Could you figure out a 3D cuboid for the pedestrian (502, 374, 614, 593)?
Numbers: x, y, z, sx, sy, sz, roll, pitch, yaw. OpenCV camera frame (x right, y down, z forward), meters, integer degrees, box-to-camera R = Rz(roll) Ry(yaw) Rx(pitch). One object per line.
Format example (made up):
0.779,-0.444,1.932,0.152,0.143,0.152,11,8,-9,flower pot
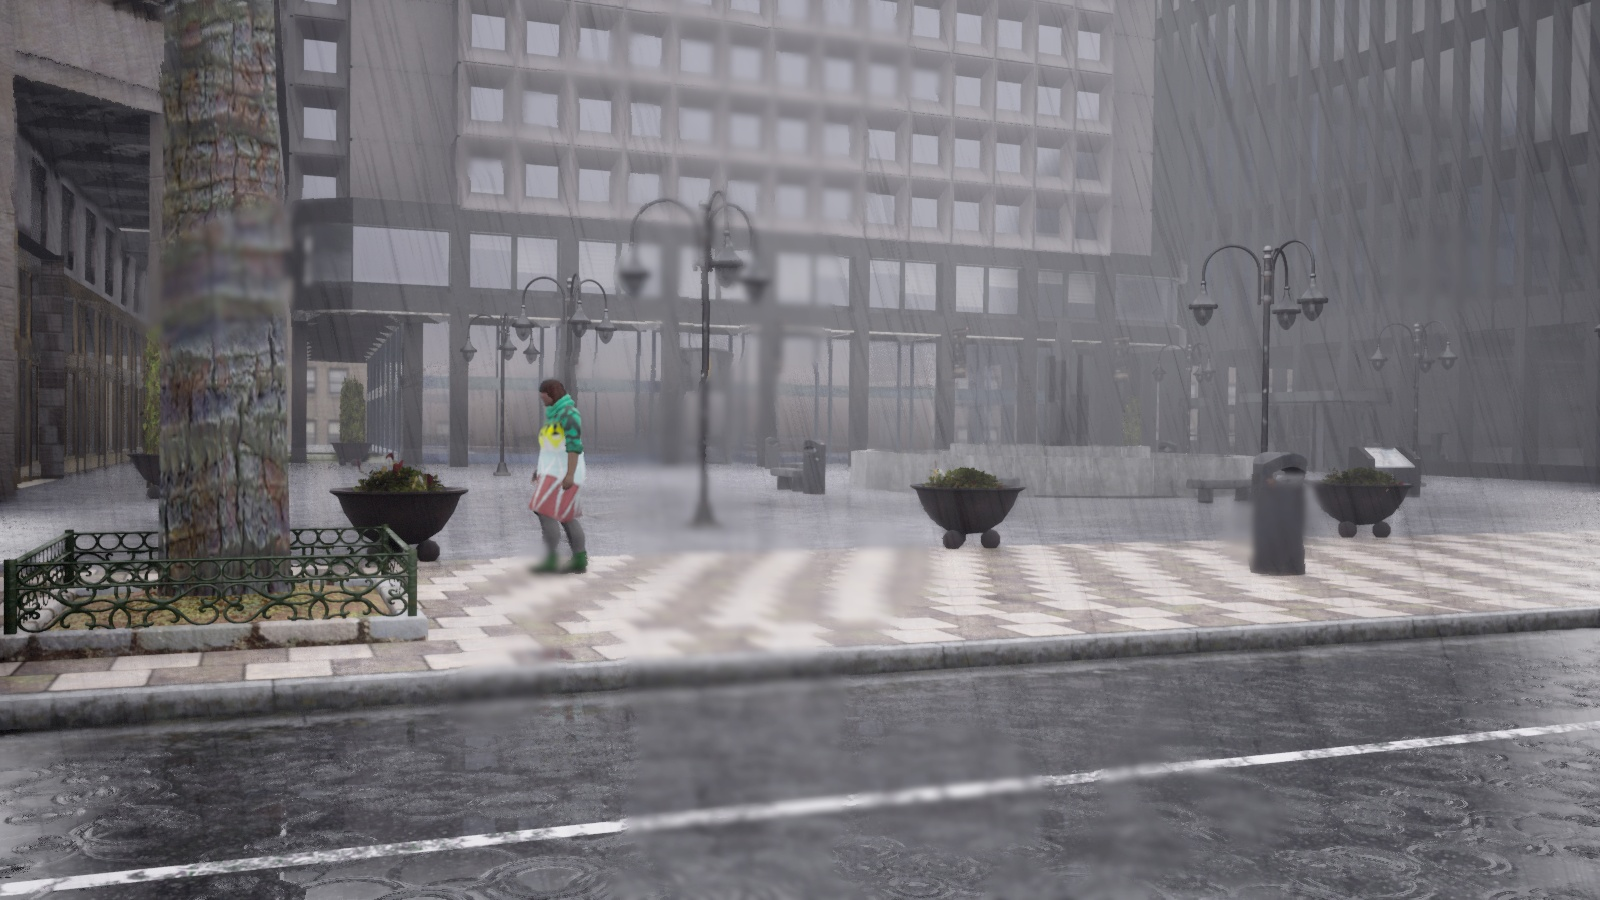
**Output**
-2.251,0.289,11.669,0.873,1.952,0.659,-1,1,-23,pedestrian
